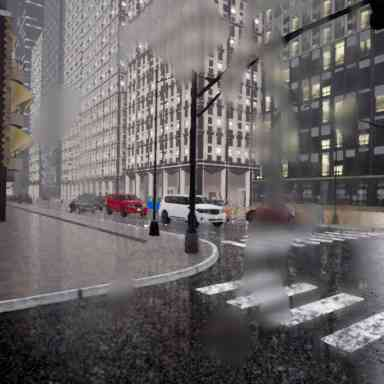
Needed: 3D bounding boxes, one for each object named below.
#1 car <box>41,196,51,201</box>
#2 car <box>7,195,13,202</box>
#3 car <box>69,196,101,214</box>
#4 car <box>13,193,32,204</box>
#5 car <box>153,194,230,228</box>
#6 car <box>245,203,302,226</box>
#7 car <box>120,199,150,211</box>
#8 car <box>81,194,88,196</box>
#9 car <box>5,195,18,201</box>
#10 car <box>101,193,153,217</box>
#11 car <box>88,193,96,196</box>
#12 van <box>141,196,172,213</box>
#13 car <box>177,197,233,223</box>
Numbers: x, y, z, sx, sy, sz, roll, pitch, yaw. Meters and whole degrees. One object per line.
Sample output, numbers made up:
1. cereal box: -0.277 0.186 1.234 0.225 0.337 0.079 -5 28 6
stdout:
1. car: -36.800 1.569 83.787 1.802 1.307 4.206 1 -1 -35
2. car: -37.085 1.396 69.725 1.947 1.339 4.313 1 -1 -35
3. car: -10.909 1.426 32.890 2.008 1.369 4.403 1 -1 -35
4. car: -30.537 1.154 60.519 2.192 1.841 5.009 1 -1 -35
5. car: -0.139 1.169 22.215 2.150 2.045 5.566 1 -1 -35
6. car: 5.740 1.503 23.932 1.967 1.590 4.097 1 -1 -35
7. car: -7.350 1.583 42.348 2.008 1.369 4.403 1 -1 -35
8. car: -17.664 1.513 52.399 2.033 1.411 5.357 1 -1 -36
9. car: -40.356 1.377 74.330 2.008 1.369 4.403 1 -1 -35
10. car: -6.114 1.154 30.621 2.150 2.045 5.566 1 -1 -35
11. car: -14.463 1.378 53.093 2.097 1.767 4.553 1 -1 -35
12. van: -4.075 1.380 37.746 1.690 1.788 3.998 1 -1 -35
13. car: 0.920 1.357 26.234 2.097 1.767 4.553 1 -1 -35
